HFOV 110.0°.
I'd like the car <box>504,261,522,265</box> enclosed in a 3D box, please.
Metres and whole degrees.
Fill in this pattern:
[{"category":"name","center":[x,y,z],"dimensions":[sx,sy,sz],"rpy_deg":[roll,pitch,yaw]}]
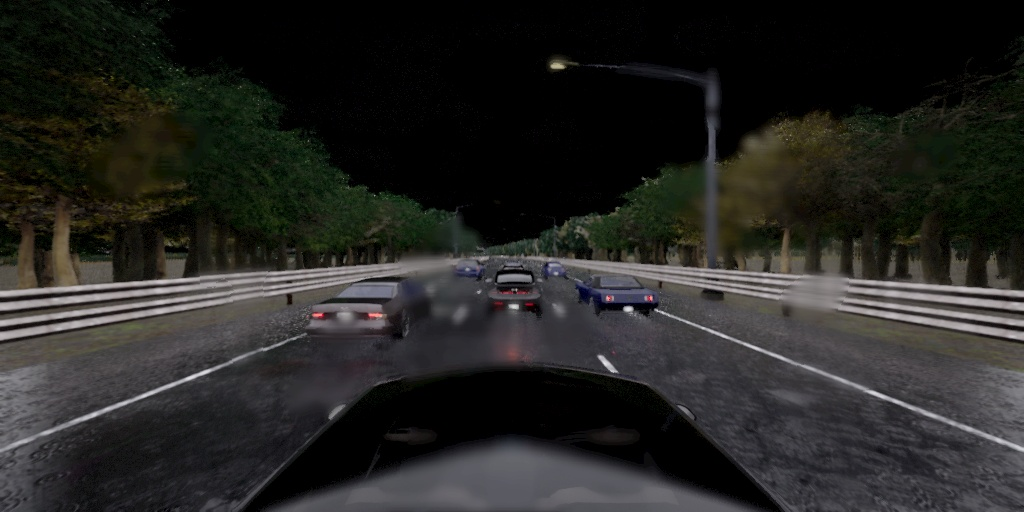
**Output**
[{"category":"car","center":[0.099,1.189,29.912],"dimensions":[2.128,1.511,4.902],"rpy_deg":[0,0,0]}]

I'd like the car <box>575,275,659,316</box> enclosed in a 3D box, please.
[{"category":"car","center":[3.595,1.333,13.258],"dimensions":[1.895,1.301,4.718],"rpy_deg":[0,0,0]}]

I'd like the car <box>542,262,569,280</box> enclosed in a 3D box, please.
[{"category":"car","center":[3.600,1.221,30.880],"dimensions":[1.812,1.442,4.674],"rpy_deg":[0,0,0]}]

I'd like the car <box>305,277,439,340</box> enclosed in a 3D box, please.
[{"category":"car","center":[-3.414,1.286,9.900],"dimensions":[2.033,1.411,5.357],"rpy_deg":[0,0,0]}]

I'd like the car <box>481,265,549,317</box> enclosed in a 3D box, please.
[{"category":"car","center":[0.092,1.239,13.031],"dimensions":[1.837,1.490,4.892],"rpy_deg":[0,0,0]}]

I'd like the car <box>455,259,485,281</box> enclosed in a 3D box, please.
[{"category":"car","center":[-3.402,1.050,29.678],"dimensions":[2.097,1.767,4.553],"rpy_deg":[0,0,0]}]
